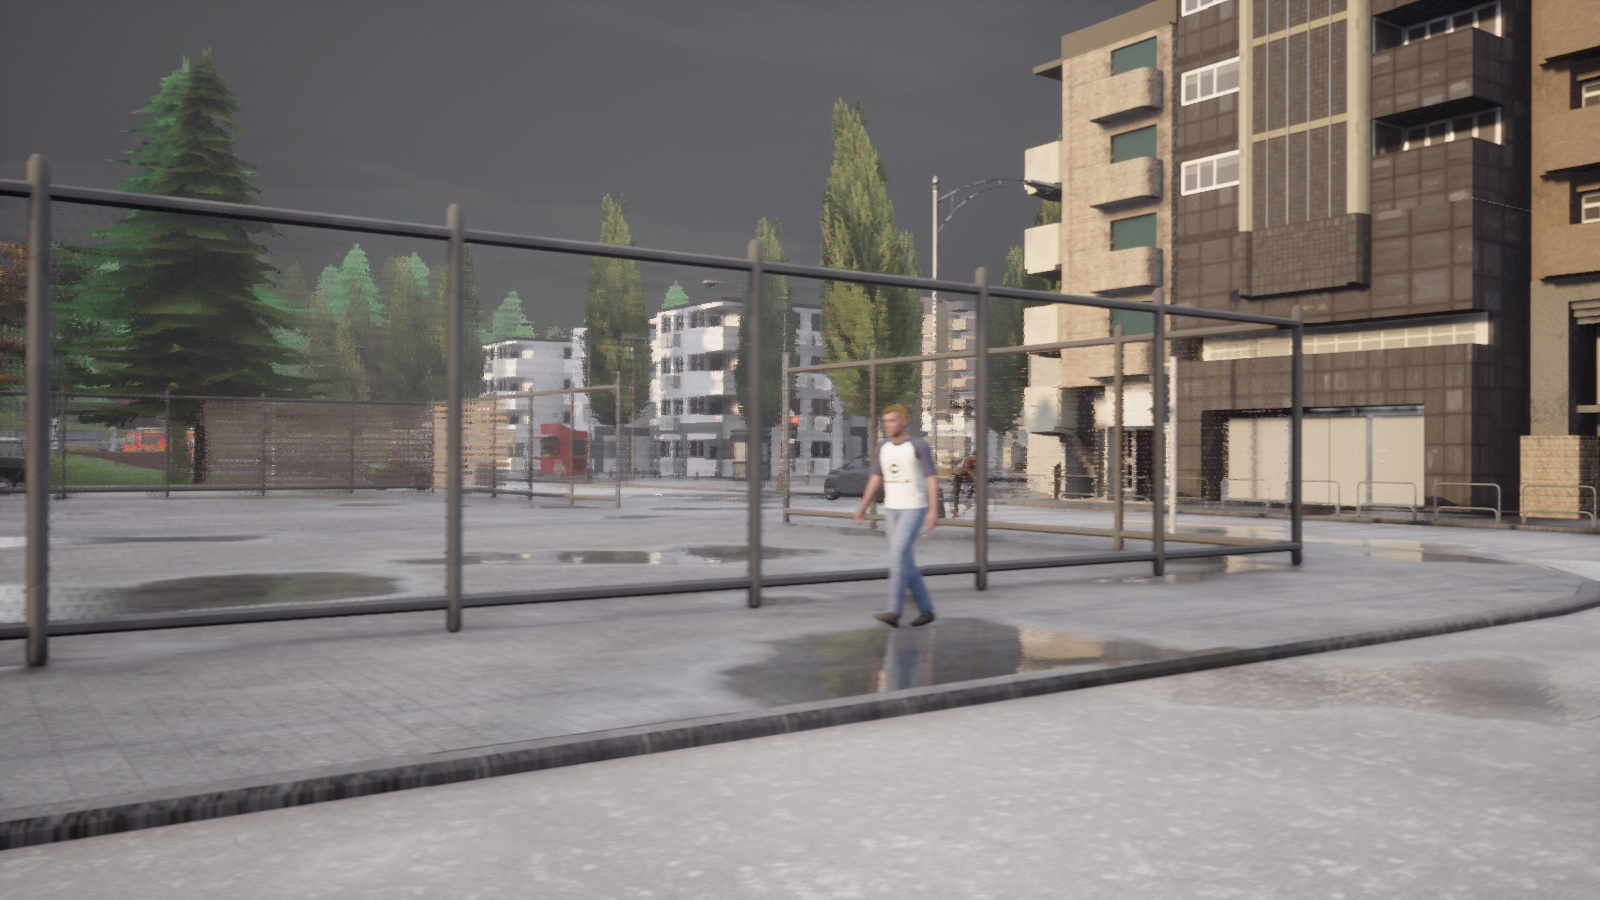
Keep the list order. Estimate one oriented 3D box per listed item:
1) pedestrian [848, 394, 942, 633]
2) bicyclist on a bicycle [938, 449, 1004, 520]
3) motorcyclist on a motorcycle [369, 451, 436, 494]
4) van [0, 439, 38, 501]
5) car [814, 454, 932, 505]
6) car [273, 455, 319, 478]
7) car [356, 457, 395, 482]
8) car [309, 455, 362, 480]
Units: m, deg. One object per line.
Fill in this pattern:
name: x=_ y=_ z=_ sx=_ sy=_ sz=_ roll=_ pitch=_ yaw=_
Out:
pedestrian: x=0.761 y=0.488 z=10.004 sx=0.706 sy=1.836 sz=0.354 roll=0 pitch=0 yaw=-43
bicyclist on a bicycle: x=4.049 y=0.797 z=29.826 sx=0.582 sy=1.620 sz=1.656 roll=0 pitch=0 yaw=-35
motorcyclist on a motorcycle: x=-15.421 y=0.873 z=48.788 sx=2.350 sy=1.649 sz=0.766 roll=0 pitch=-1 yaw=-36
van: x=-27.243 y=0.655 z=40.519 sx=4.442 sy=1.987 sz=1.775 roll=0 pitch=0 yaw=-35
car: x=2.234 y=0.892 z=39.418 sx=1.845 sy=1.501 sz=3.633 roll=0 pitch=0 yaw=-35
car: x=-33.854 y=1.063 z=84.240 sx=1.837 sy=1.490 sz=4.892 roll=0 pitch=0 yaw=-35
car: x=-23.449 y=1.054 z=69.300 sx=1.481 sy=1.376 sz=2.207 roll=0 pitch=-1 yaw=-35
car: x=-28.117 y=1.030 z=75.982 sx=1.837 sy=1.490 sz=4.892 roll=0 pitch=0 yaw=-35
